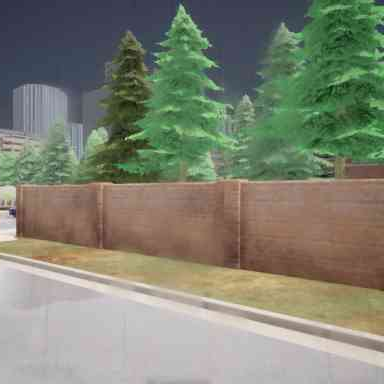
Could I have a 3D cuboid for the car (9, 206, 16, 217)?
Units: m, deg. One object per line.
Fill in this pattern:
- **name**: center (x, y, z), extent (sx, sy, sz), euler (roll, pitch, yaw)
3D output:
- **car**: center (-14.016, 1.478, 30.448), extent (1.882, 1.535, 5.008), euler (0, 0, 35)
